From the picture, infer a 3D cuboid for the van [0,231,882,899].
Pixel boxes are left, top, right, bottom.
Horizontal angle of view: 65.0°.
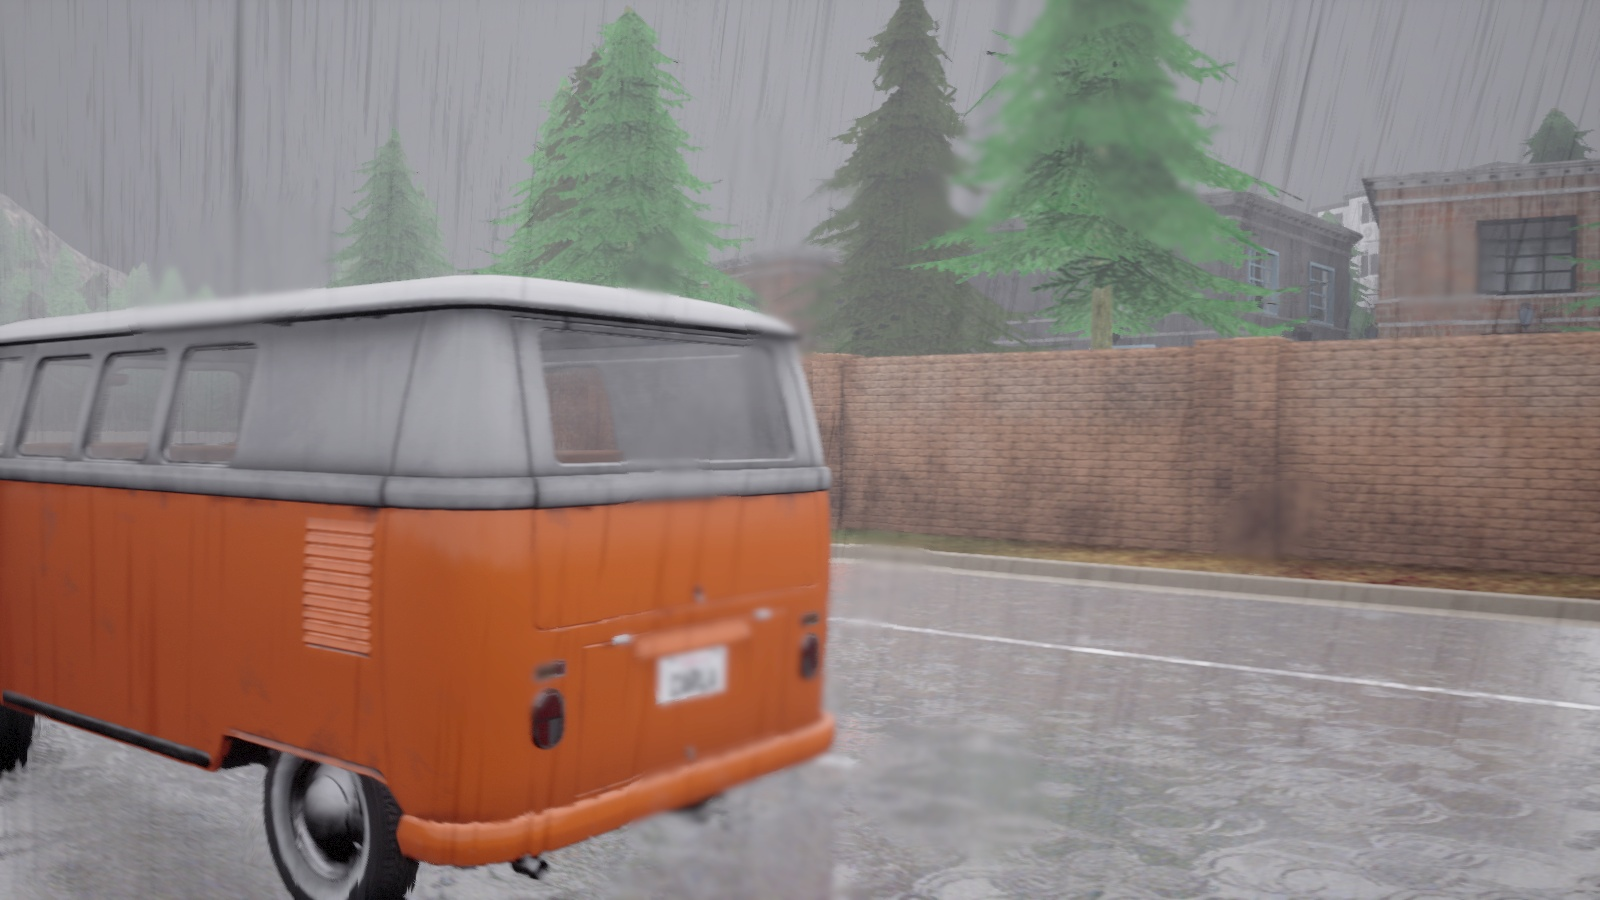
[{"bbox_3d":[-2.021,0.434,5.154,4.442,1.987,1.775,0,1,37],"label":"van"}]
